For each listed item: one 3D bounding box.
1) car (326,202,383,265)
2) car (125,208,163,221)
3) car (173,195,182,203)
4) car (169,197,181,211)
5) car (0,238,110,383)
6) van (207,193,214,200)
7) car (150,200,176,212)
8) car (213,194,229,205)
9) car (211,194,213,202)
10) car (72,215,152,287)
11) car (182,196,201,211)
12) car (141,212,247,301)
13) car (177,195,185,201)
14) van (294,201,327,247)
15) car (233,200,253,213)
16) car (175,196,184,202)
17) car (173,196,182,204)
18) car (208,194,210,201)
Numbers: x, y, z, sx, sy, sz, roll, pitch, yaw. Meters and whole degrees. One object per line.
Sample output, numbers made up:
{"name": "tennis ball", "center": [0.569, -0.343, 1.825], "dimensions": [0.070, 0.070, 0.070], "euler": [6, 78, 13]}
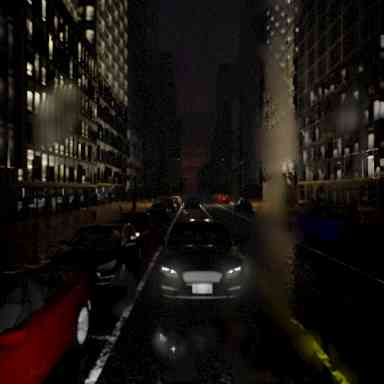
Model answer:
{"name": "car", "center": [5.943, 1.321, 9.219], "dimensions": [2.192, 1.841, 5.009], "euler": [0, 0, 0]}
{"name": "car", "center": [-2.474, 1.579, 14.844], "dimensions": [1.802, 1.307, 4.206], "euler": [0, 0, 0]}
{"name": "car", "center": [-2.710, 1.577, 48.945], "dimensions": [1.802, 1.307, 4.206], "euler": [0, 0, 0]}
{"name": "car", "center": [-2.631, 1.547, 37.578], "dimensions": [2.008, 1.369, 4.403], "euler": [0, 0, 0]}
{"name": "car", "center": [-2.395, 1.542, 3.477], "dimensions": [1.887, 1.381, 4.507], "euler": [0, 0, 0]}
{"name": "van", "center": [5.353, 1.336, 94.471], "dimensions": [1.690, 1.788, 3.998], "euler": [0, 0, 0]}
{"name": "car", "center": [-2.553, 1.548, 26.211], "dimensions": [2.008, 1.369, 4.403], "euler": [0, 0, 0]}
{"name": "car", "center": [5.589, 1.317, 60.370], "dimensions": [2.192, 1.841, 5.009], "euler": [0, 0, 0]}
{"name": "car", "center": [5.550, 1.316, 66.054], "dimensions": [2.192, 1.841, 5.009], "euler": [0, 0, 0]}
{"name": "car", "center": [-2.435, 1.548, 9.161], "dimensions": [2.008, 1.369, 4.403], "euler": [0, 0, 0]}
{"name": "car", "center": [0.040, 1.476, 41.507], "dimensions": [1.882, 1.535, 5.008], "euler": [0, 0, 0]}
{"name": "car", "center": [0.166, 1.492, 8.501], "dimensions": [2.128, 1.511, 4.902], "euler": [0, 0, -1]}
{"name": "car", "center": [-2.986, 1.539, 88.730], "dimensions": [2.008, 1.369, 4.403], "euler": [0, 0, 0]}
{"name": "van", "center": [5.904, 1.347, 14.902], "dimensions": [1.690, 1.788, 3.998], "euler": [0, 0, 0]}
{"name": "car", "center": [5.749, 1.555, 37.636], "dimensions": [2.008, 1.369, 4.403], "euler": [0, 0, 0]}
{"name": "car", "center": [-2.907, 1.557, 77.363], "dimensions": [1.947, 1.339, 4.313], "euler": [0, 0, 0]}
{"name": "car", "center": [-2.827, 1.518, 65.826], "dimensions": [1.752, 1.417, 4.829], "euler": [0, 0, 0]}
{"name": "car", "center": [5.473, 1.439, 77.421], "dimensions": [1.967, 1.590, 4.097], "euler": [0, 0, 0]}
